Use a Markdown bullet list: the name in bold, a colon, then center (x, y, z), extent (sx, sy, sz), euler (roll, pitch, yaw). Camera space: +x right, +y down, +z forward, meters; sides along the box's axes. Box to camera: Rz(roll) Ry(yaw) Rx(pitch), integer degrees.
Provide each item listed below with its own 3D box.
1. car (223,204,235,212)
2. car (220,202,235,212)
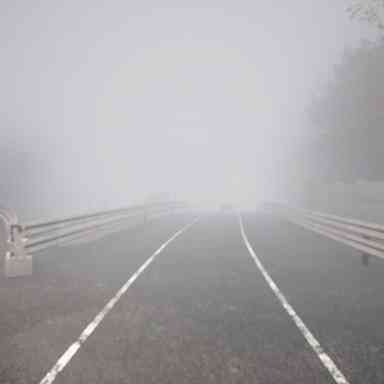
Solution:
- **car**: center (6.754, 2.917, 60.064), extent (1.895, 1.301, 4.718), euler (0, -4, 10)
- **car**: center (5.185, 2.240, 49.777), extent (2.033, 1.411, 5.357), euler (0, -3, 8)
